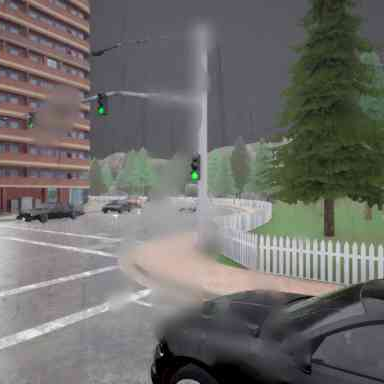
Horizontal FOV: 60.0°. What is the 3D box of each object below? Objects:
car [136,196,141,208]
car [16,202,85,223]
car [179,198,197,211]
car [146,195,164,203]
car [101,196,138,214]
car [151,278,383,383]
[{"bbox_3d":[-8.119,1.296,45.702,2.097,1.767,4.553,0,0,-11],"label":"car"},{"bbox_3d":[-10.641,1.492,25.586,2.033,1.411,5.357,0,0,24],"label":"car"},{"bbox_3d":[-0.423,1.470,38.660,1.812,1.442,4.674,0,0,3],"label":"car"},{"bbox_3d":[-7.745,1.448,69.350,1.837,1.490,4.892,0,0,-42],"label":"car"},{"bbox_3d":[-7.821,1.492,35.405,2.033,1.411,5.357,0,0,7],"label":"car"},{"bbox_3d":[1.873,1.478,2.653,5.008,1.535,1.882,0,0,36],"label":"car"}]
